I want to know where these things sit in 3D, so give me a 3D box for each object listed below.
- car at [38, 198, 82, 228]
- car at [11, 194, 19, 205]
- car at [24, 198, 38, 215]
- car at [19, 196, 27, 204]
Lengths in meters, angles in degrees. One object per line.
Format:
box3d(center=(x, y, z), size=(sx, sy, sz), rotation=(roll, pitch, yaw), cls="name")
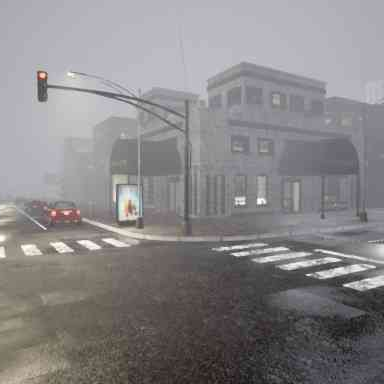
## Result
box3d(center=(-8.431, 1.289, 21.376), size=(1.967, 1.590, 4.097), rotation=(-1, 1, -31), cls="car")
box3d(center=(-25.996, 1.269, 50.698), size=(2.008, 1.369, 4.403), rotation=(-1, 1, -31), cls="car")
box3d(center=(-14.285, 1.385, 31.151), size=(1.802, 1.307, 4.206), rotation=(-1, 1, -31), cls="car")
box3d(center=(-17.213, 1.331, 36.038), size=(2.008, 1.369, 4.403), rotation=(-1, 1, -31), cls="car")
